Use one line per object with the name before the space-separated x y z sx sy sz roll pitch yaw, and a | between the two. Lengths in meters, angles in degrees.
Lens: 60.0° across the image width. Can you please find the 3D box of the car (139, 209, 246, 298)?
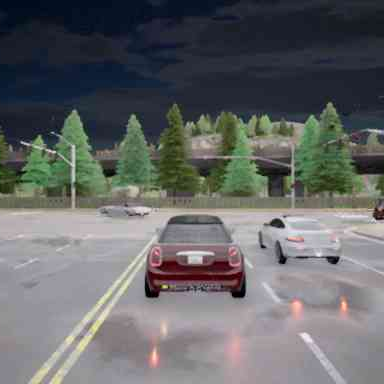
car | 0.087 1.355 8.686 2.097 1.767 4.553 0 0 1

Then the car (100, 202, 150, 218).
car | -6.037 1.568 29.489 4.718 1.301 1.895 1 0 36

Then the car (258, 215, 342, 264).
car | 3.606 1.530 11.732 1.812 1.442 4.674 0 0 0

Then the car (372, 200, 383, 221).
car | 15.835 1.304 24.316 4.553 1.767 2.097 0 0 -2
